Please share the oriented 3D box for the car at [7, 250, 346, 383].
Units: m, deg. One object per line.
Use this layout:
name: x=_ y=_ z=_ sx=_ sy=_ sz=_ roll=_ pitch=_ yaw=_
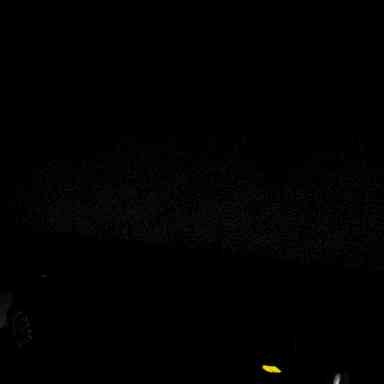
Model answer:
car: x=-0.550 y=1.525 z=4.385 sx=4.674 sy=1.442 sz=1.812 roll=0 pitch=0 yaw=36
